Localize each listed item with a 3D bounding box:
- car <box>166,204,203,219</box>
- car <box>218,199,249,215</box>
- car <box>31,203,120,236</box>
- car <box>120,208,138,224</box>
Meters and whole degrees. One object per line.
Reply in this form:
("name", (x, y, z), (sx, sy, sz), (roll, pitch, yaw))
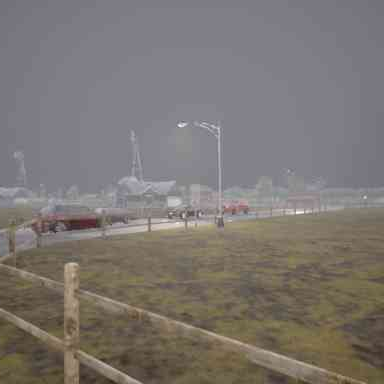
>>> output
("car", (-0.680, 2.013, 34.755), (1.837, 1.490, 4.892), (-2, -2, 36))
("car", (5.511, 1.912, 43.417), (2.150, 2.045, 5.566), (-2, -2, 36))
("car", (-6.903, 1.505, 19.699), (2.097, 1.767, 4.553), (-2, -2, 35))
("car", (-6.700, 1.884, 26.339), (2.033, 1.411, 5.357), (-2, -2, 36))
